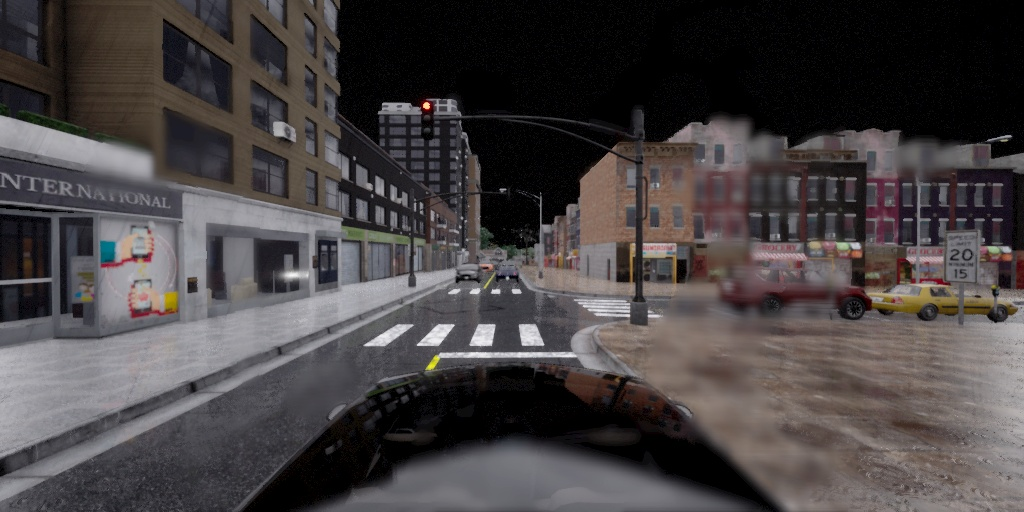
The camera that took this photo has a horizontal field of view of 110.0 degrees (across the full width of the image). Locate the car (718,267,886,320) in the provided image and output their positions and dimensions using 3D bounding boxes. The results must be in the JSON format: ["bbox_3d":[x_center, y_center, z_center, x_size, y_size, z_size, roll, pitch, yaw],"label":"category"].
[{"bbox_3d":[10.589,1.346,13.698,5.009,1.841,2.192,0,0,-1],"label":"car"}]

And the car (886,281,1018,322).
[{"bbox_3d":[16.304,1.659,13.789,4.829,1.417,1.751,0,0,-1],"label":"car"}]

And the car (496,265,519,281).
[{"bbox_3d":[-0.411,1.437,30.614,1.895,1.301,4.718,0,0,-1],"label":"car"}]

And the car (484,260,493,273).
[{"bbox_3d":[-3.690,1.350,49.599,2.097,1.767,4.553,0,-1,-1],"label":"car"}]

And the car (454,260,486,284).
[{"bbox_3d":[-3.320,1.329,28.217,1.837,1.490,4.892,0,0,-1],"label":"car"}]
